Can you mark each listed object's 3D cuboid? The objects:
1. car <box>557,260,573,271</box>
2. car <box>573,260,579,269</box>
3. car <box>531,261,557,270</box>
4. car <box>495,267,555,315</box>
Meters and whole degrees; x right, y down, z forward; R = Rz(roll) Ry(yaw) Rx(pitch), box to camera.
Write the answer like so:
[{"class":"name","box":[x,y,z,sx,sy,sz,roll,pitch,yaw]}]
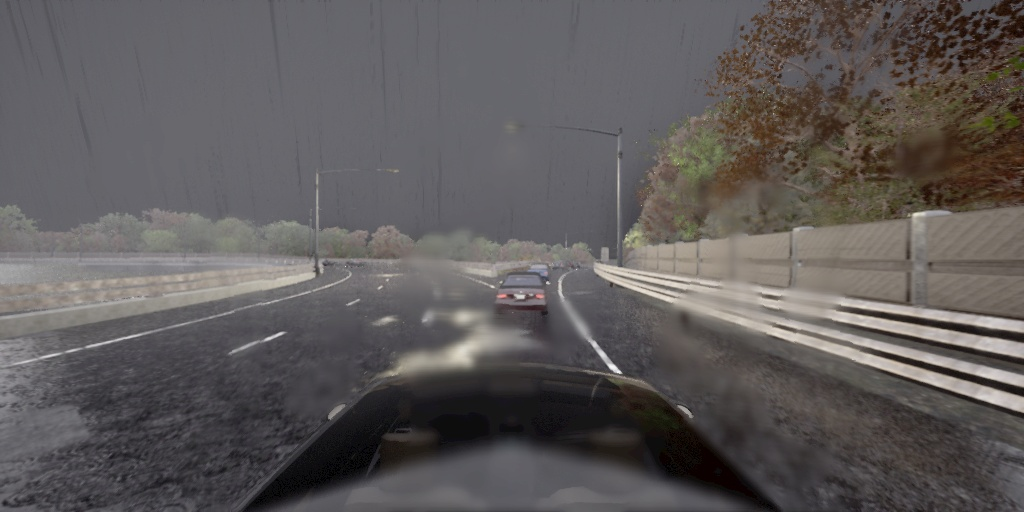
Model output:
[{"class":"car","box":[6.761,1.306,49.702,2.033,1.411,5.357,0,0,15]},{"class":"car","box":[10.044,1.454,61.832,1.837,1.490,4.892,0,-1,15]},{"class":"car","box":[2.261,1.299,28.638,2.033,1.411,5.357,0,0,9]},{"class":"car","box":[0.455,1.298,13.491,2.033,1.411,5.357,0,0,4]}]
